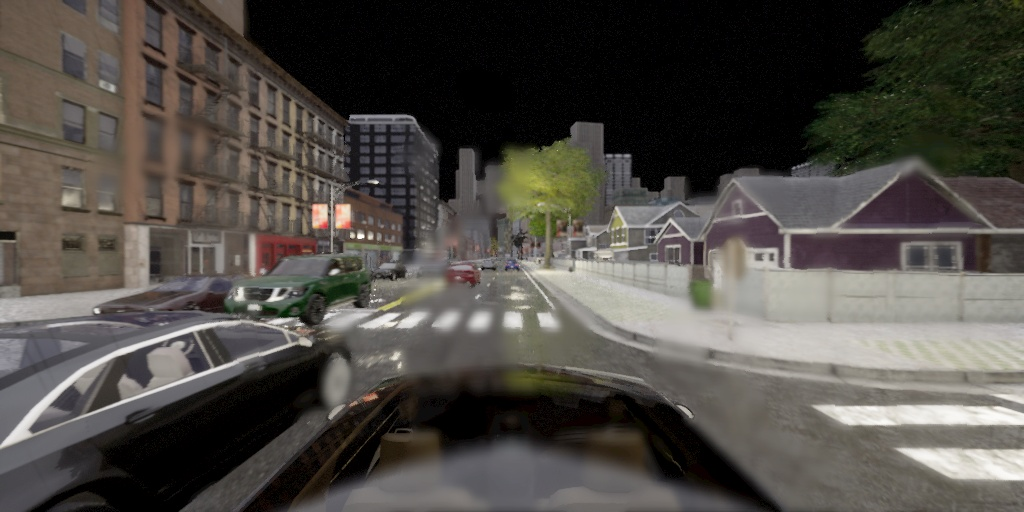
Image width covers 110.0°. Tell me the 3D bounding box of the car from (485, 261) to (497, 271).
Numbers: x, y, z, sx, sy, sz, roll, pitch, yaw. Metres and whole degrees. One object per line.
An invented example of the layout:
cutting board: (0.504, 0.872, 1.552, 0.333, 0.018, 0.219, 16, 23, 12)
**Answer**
car: (-3.224, 1.317, 50.202, 1.994, 1.385, 4.181, 0, 0, 0)

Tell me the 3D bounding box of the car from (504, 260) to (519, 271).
car: (0.016, 1.274, 48.839, 1.812, 1.442, 4.674, 0, 0, 0)

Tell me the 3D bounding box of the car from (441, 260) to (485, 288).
car: (-3.142, 1.221, 23.810, 1.882, 1.535, 5.008, 0, 0, 0)

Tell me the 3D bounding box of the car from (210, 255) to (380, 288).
car: (-6.595, 0.970, 11.961, 2.150, 2.045, 5.566, 0, 0, 0)

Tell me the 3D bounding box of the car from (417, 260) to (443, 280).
car: (-6.581, 1.311, 30.389, 1.994, 1.385, 4.181, 0, 0, 0)

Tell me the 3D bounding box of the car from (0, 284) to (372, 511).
car: (-3.150, 1.243, 3.165, 2.128, 1.511, 4.902, 0, 0, 0)

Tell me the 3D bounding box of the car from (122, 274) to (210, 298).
car: (-9.846, 1.299, 11.624, 2.033, 1.411, 5.357, 0, 0, 0)

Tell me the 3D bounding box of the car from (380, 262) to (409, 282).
car: (-9.835, 1.226, 28.942, 1.882, 1.535, 5.008, 0, 0, 0)
